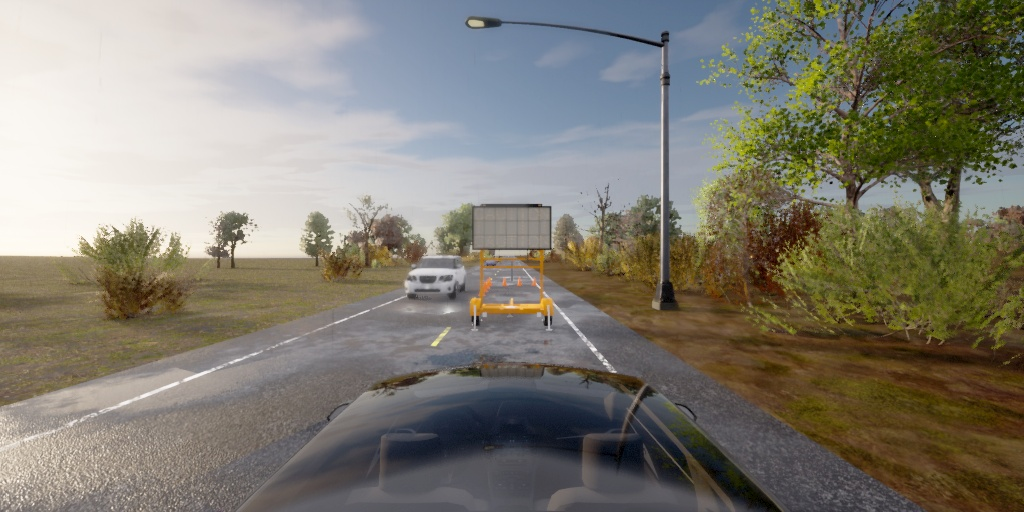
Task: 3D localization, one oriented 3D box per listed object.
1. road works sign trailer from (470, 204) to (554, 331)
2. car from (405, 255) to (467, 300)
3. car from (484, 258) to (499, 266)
[{"bbox_3d":[-0.003,0.214,11.009,2.380,3.560,2.880,0,0,0],"label":"road works sign trailer"},{"bbox_3d":[-3.605,0.968,17.990,2.150,2.045,5.566,0,0,0],"label":"car"},{"bbox_3d":[-3.605,1.228,58.828,1.812,1.442,4.674,0,0,0],"label":"car"}]
